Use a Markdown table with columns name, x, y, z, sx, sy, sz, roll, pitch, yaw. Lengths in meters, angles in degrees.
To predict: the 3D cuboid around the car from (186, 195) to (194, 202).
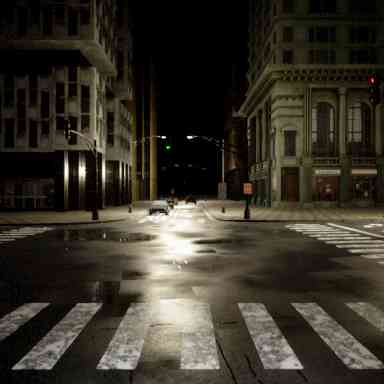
| name | x | y | z | sx | sy | sz | roll | pitch | yaw |
| --- | --- | --- | --- | --- | --- | --- | --- | --- | --- |
| car | -0.389 | 1.446 | 73.657 | 1.812 | 1.442 | 4.674 | 0 | 0 | 0 |

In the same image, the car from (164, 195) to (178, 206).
| name | x | y | z | sx | sy | sz | roll | pitch | yaw |
| --- | --- | --- | --- | --- | --- | --- | --- | --- | --- |
| car | -3.336 | 1.315 | 53.768 | 2.097 | 1.767 | 4.553 | 0 | 0 | 0 |

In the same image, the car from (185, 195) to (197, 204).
| name | x | y | z | sx | sy | sz | roll | pitch | yaw |
| --- | --- | --- | --- | --- | --- | --- | --- | --- | --- |
| car | -0.196 | 1.454 | 60.585 | 1.837 | 1.490 | 4.892 | 0 | 0 | -1 |

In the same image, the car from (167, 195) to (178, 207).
| name | x | y | z | sx | sy | sz | roll | pitch | yaw |
| --- | --- | --- | --- | --- | --- | --- | --- | --- | --- |
| car | -3.271 | 1.471 | 43.475 | 2.128 | 1.511 | 4.902 | 0 | 0 | 0 |

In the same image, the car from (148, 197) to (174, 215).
| name | x | y | z | sx | sy | sz | roll | pitch | yaw |
| --- | --- | --- | --- | --- | --- | --- | --- | --- | --- |
| car | -3.199 | 1.538 | 33.560 | 2.033 | 1.411 | 5.357 | 0 | 0 | 0 |
